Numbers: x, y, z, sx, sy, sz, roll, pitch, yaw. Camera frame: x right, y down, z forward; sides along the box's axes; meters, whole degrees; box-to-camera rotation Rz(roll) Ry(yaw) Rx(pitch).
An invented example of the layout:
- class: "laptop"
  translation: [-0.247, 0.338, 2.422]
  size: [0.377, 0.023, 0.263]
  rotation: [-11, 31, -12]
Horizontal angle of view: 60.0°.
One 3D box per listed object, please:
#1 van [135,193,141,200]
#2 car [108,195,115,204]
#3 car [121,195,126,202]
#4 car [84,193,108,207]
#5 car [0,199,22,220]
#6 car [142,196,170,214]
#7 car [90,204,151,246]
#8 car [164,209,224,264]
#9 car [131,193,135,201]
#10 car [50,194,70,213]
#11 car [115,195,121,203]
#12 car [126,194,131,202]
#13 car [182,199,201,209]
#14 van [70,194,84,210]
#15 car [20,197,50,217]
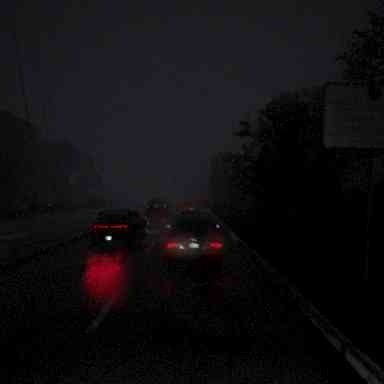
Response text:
- class: "van"
  translation: [-15.963, 1.273, 91.827]
  size: [1.878, 1.987, 4.442]
  rotation: [0, 0, 0]
- class: "car"
  translation: [-15.732, 1.483, 58.673]
  size: [2.097, 1.535, 5.008]
  rotation: [0, 0, 0]
- class: "car"
  translation: [-15.809, 1.362, 69.749]
  size: [2.185, 1.767, 4.553]
  rotation: [0, 0, 0]
- class: "car"
  translation: [-15.693, 1.229, 53.240]
  size: [2.435, 2.045, 5.566]
  rotation: [0, 0, 0]
- class: "car"
  translation: [-15.501, 1.507, 25.645]
  size: [2.002, 1.452, 4.674]
  rotation: [0, 0, 0]
- class: "car"
  translation: [-3.298, 1.363, 32.859]
  size: [2.097, 1.767, 4.553]
  rotation: [0, 0, 0]
- class: "car"
  translation: [-3.220, 1.513, 15.279]
  size: [1.837, 1.490, 4.892]
  rotation: [0, 0, 0]
- class: "car"
  translation: [0.044, 1.551, 11.785]
  size: [2.033, 1.411, 5.357]
  rotation: [0, 0, 0]
- class: "car"
  translation: [-15.887, 1.534, 80.896]
  size: [2.002, 1.452, 4.674]
  rotation: [0, 0, 0]
- class: "car"
  translation: [-15.578, 1.346, 36.599]
  size: [2.185, 1.767, 4.553]
  rotation: [0, 0, 0]
- class: "car"
  translation: [-15.771, 1.486, 64.199]
  size: [2.231, 1.521, 4.892]
  rotation: [0, 0, 0]
- class: "car"
  translation: [-15.847, 1.365, 75.275]
  size: [2.185, 1.767, 4.553]
  rotation: [0, 0, 0]
- class: "car"
  translation: [-0.055, 1.487, 34.778]
  size: [1.882, 1.535, 5.008]
  rotation: [0, 0, 0]
- class: "van"
  translation: [-15.615, 1.249, 41.977]
  size: [1.878, 1.987, 4.442]
  rotation: [0, 0, 0]
- class: "car"
  translation: [-15.539, 1.344, 31.074]
  size: [2.185, 1.767, 4.553]
  rotation: [0, 0, 0]
